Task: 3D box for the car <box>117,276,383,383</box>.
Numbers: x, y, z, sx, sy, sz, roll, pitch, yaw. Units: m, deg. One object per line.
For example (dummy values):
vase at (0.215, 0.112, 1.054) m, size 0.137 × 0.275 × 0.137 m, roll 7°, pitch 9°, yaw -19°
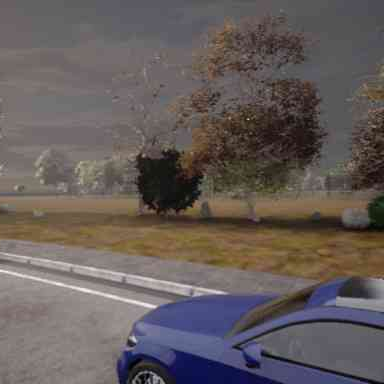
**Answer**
car at (1.415, 1.517, 2.856) m, size 4.674 × 1.442 × 1.812 m, roll 0°, pitch 0°, yaw 35°
